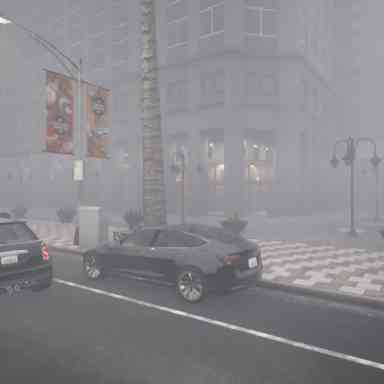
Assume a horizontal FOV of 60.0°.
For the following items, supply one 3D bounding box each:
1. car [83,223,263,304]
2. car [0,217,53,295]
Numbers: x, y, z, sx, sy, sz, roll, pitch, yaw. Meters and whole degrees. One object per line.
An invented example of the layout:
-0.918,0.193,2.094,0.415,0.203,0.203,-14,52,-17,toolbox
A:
-0.652,1.513,8.250,4.786,1.482,2.161,0,0,35,car
-5.306,1.352,7.768,4.553,1.767,2.097,0,0,35,car
